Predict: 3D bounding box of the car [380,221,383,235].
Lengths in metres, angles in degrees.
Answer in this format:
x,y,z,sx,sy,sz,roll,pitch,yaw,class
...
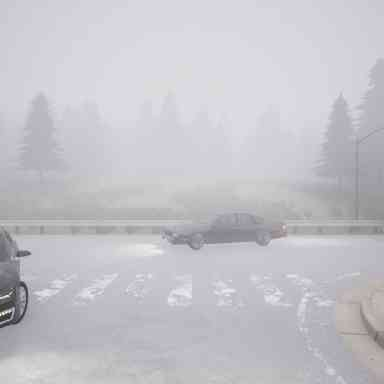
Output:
x,y,z,sx,sy,sz,roll,pitch,yaw,class
11.237,1.491,15.142,4.902,1.511,2.128,0,0,0,car

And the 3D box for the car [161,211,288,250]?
x,y,z,sx,sy,sz,roll,pitch,yaw,class
1.458,1.547,14.263,5.357,1.411,2.033,0,0,-20,car

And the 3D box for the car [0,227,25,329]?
x,y,z,sx,sy,sz,roll,pitch,yaw,class
-4.457,1.505,6.622,1.837,1.490,4.892,0,0,-28,car
